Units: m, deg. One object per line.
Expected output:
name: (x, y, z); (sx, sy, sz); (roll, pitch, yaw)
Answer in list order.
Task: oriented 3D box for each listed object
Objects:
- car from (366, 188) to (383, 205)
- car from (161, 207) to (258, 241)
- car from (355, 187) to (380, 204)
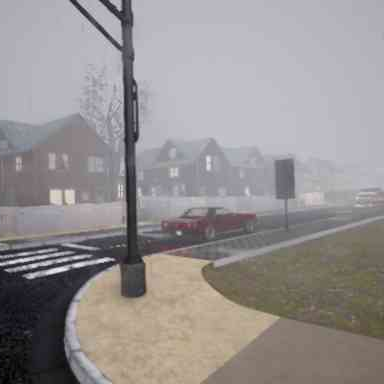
car: (21.363, 0.637, 36.878); (1.882, 1.535, 5.008); (-3, -1, 43)
car: (0.965, 1.292, 14.723); (1.895, 1.301, 4.718); (-3, -1, 43)
car: (22.691, 0.390, 42.472); (2.150, 2.045, 5.566); (-3, -1, 43)
